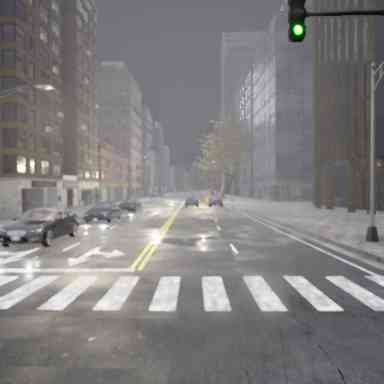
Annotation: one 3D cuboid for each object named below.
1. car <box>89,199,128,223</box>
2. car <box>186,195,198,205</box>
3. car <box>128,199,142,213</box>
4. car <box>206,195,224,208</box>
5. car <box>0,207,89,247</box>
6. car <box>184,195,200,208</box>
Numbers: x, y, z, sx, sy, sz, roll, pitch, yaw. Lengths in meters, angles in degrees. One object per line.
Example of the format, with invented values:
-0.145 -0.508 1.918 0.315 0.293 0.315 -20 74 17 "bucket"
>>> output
-6.607 1.482 25.392 2.033 1.411 5.357 0 0 0 "car"
-0.030 1.292 55.550 1.837 1.490 4.892 0 0 0 "car"
-6.604 1.441 35.941 2.033 1.411 5.357 0 0 1 "car"
3.225 1.347 45.547 1.812 1.442 4.674 0 0 0 "car"
-6.601 1.464 14.912 2.128 1.511 4.902 0 0 0 "car"
-0.025 1.326 45.128 2.128 1.511 4.902 0 0 0 "car"
